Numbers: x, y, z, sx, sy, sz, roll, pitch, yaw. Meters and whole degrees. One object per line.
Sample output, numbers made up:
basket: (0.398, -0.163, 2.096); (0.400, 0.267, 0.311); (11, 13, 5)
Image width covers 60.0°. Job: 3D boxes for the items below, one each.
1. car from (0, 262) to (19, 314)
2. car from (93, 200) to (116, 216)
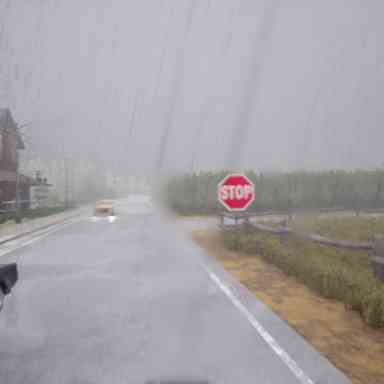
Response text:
car: (-4.300, 1.671, 4.572); (1.895, 1.301, 4.718); (-1, 0, -5)
car: (-8.826, 1.544, 33.879); (1.882, 1.535, 5.008); (-1, 0, -9)
